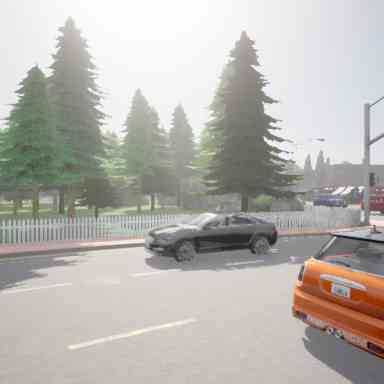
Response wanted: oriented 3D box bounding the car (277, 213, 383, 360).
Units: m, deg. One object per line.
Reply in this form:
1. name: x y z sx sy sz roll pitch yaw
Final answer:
1. car: 3.926 1.352 5.437 4.553 1.767 2.097 0 0 -26

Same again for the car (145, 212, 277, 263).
1. car: 0.776 1.491 11.926 4.902 1.511 2.128 0 0 -24

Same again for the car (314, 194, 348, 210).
1. car: 17.968 1.277 43.464 2.150 2.045 5.566 0 0 -8

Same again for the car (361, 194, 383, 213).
1. car: 19.339 1.277 33.199 2.150 2.045 5.566 0 0 -8
